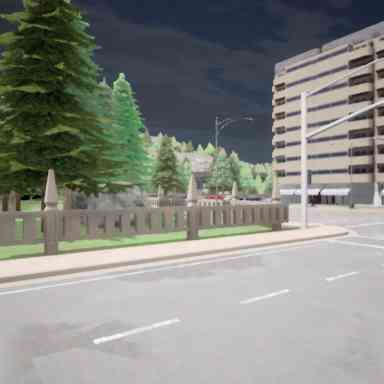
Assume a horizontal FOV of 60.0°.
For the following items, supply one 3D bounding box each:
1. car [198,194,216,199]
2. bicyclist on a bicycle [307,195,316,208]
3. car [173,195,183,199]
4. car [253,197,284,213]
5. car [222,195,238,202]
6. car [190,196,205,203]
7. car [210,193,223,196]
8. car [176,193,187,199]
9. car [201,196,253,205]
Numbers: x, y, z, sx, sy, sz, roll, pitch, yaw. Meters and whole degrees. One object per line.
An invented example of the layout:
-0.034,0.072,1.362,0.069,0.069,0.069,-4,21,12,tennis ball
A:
1.325,1.410,46.304,1.882,1.535,5.008,0,0,-13,car
15.325,1.229,42.480,1.656,1.620,0.582,0,0,-29,bicyclist on a bicycle
-2.882,1.534,49.266,1.895,1.301,4.718,0,0,-8,car
7.108,1.480,33.371,2.033,1.411,5.357,0,0,-33,car
8.594,1.446,75.205,1.812,1.442,4.674,0,0,32,car
1.143,1.548,66.288,1.895,1.301,4.718,0,0,14,car
4.611,1.147,64.453,2.150,2.045,5.566,0,0,12,car
-2.249,1.255,67.152,2.150,2.045,5.566,0,0,14,car
3.402,1.426,33.007,2.128,1.511,4.902,0,0,-30,car
